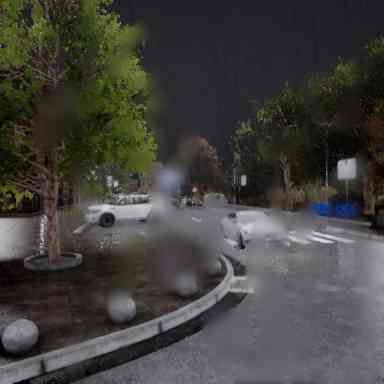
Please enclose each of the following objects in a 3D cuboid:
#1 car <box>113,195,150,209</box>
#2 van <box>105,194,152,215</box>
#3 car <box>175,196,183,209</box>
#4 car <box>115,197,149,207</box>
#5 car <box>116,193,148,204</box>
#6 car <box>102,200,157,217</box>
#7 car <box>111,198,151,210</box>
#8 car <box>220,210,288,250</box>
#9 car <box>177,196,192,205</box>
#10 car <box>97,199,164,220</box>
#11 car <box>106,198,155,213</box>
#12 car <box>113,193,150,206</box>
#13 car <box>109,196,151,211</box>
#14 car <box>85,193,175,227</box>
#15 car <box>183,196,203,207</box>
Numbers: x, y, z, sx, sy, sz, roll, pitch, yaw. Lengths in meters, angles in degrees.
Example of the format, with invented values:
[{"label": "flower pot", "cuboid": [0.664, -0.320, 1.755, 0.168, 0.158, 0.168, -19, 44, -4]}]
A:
[{"label": "car", "cuboid": [-8.487, 1.357, 46.589, 4.553, 1.767, 2.185, -1, 0, -30]}, {"label": "van", "cuboid": [-6.567, 1.257, 34.676, 4.442, 1.987, 1.878, -1, 0, -30]}, {"label": "car", "cuboid": [-2.897, 1.542, 45.256, 2.033, 1.411, 5.357, 0, 0, -9]}, {"label": "car", "cuboid": [-9.513, 1.517, 52.516, 4.792, 1.488, 2.163, -1, 0, -30]}, {"label": "car", "cuboid": [-11.563, 1.256, 64.357, 5.566, 2.045, 2.435, -1, 0, -30]}, {"label": "car", "cuboid": [-5.953, 1.521, 31.781, 4.674, 1.452, 2.002, -1, 0, -30]}, {"label": "car", "cuboid": [-8.007, 1.522, 43.618, 4.674, 1.452, 2.002, -1, 0, -30]}, {"label": "car", "cuboid": [2.495, 1.519, 14.523, 1.812, 1.442, 4.674, 0, 0, -8]}, {"label": "car", "cuboid": [-1.454, 1.498, 60.874, 2.128, 1.511, 4.902, 0, 0, -10]}, {"label": "car", "cuboid": [-5.267, 1.476, 28.915, 5.366, 1.575, 1.946, -1, 0, -30]}, {"label": "car", "cuboid": [-6.972, 1.481, 37.697, 5.008, 1.535, 2.097, -1, 0, -30]}, {"label": "car", "cuboid": [-10.024, 1.239, 55.472, 5.566, 2.045, 2.435, -1, 0, -30]}, {"label": "car", "cuboid": [-7.527, 1.356, 40.648, 4.553, 1.767, 2.185, -1, 0, -30]}, {"label": "car", "cuboid": [-4.405, 1.230, 22.880, 5.566, 2.045, 2.435, -1, 0, -30]}, {"label": "car", "cuboid": [0.277, 1.596, 51.244, 1.895, 1.301, 4.718, 0, 0, -10]}]
